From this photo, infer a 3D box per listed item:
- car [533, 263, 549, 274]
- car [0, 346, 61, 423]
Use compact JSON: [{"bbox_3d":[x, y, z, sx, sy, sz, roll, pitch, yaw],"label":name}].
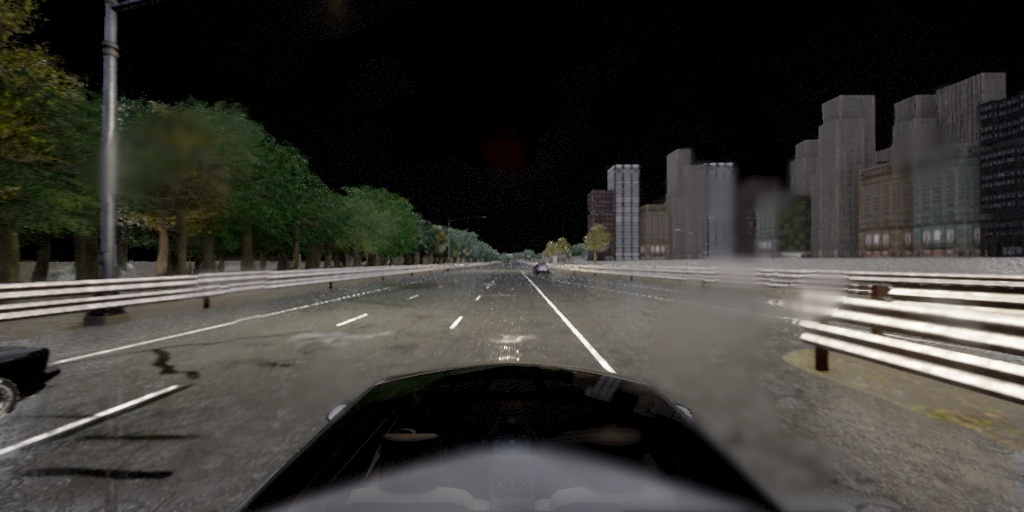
[{"bbox_3d":[4.219,1.838,52.436,2.033,1.649,4.856,0,-1,-4],"label":"car"},{"bbox_3d":[-6.904,1.359,2.542,1.895,1.301,4.718,0,-1,0],"label":"car"}]
